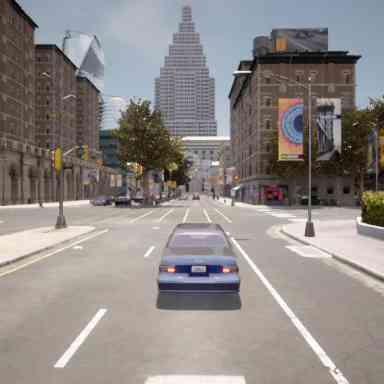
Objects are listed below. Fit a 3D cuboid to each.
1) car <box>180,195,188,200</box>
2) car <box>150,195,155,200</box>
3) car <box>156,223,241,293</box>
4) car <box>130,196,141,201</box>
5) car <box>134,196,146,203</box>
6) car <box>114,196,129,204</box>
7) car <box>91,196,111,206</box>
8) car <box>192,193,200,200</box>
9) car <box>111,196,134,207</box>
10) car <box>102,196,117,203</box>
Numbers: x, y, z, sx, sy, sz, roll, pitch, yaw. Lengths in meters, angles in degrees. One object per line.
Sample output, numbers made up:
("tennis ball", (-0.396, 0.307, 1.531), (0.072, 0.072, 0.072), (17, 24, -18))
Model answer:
("car", (-2.342, 1.519, 90.138), (1.812, 1.442, 4.674), (0, 0, 1))
("car", (-10.434, 1.478, 83.077), (1.882, 1.535, 5.008), (0, 0, 1))
("car", (0.176, 1.547, 8.984), (2.033, 1.411, 5.357), (0, 0, 1))
("car", (-13.948, 1.595, 82.089), (1.895, 1.301, 4.718), (0, 0, 1))
("car", (-10.642, 1.599, 67.806), (1.895, 1.301, 4.718), (0, 0, 1))
("car", (-14.151, 1.560, 66.941), (1.994, 1.385, 4.181), (0, 0, 1))
("car", (-14.417, 1.352, 52.993), (2.097, 1.767, 4.553), (0, 0, 1))
("car", (1.158, 1.350, 90.063), (2.097, 1.767, 4.553), (0, 0, 1))
("car", (-10.921, 1.601, 52.658), (1.895, 1.301, 4.718), (0, 0, 1))
("car", (-17.357, 1.595, 69.885), (1.895, 1.301, 4.718), (0, 0, 1))
